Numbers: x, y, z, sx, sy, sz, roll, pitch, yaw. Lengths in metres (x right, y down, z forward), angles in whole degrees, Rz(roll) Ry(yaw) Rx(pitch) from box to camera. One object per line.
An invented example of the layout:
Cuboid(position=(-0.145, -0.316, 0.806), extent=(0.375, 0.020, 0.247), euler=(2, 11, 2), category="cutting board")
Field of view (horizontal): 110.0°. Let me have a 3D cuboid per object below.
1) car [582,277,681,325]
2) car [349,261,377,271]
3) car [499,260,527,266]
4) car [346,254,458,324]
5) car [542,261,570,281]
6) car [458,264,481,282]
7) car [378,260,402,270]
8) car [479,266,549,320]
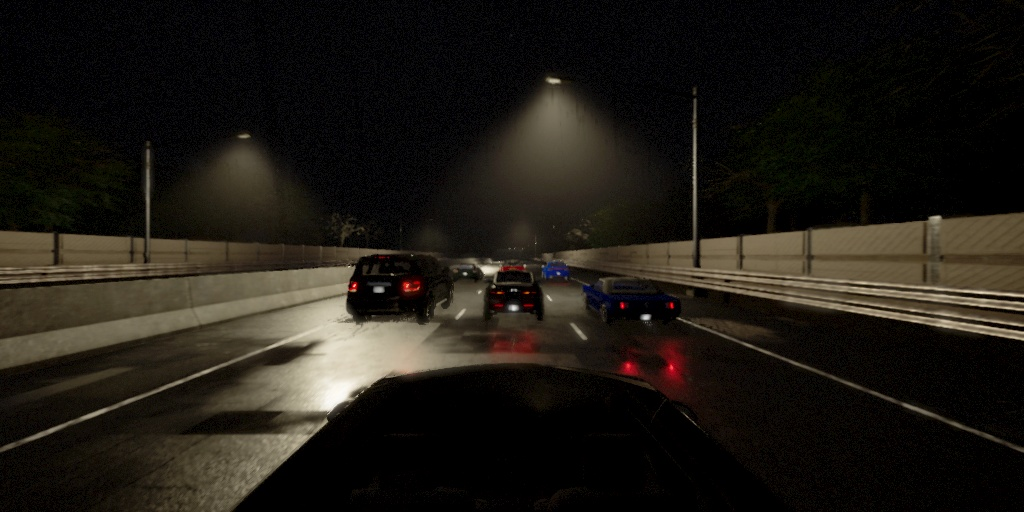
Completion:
Cuboid(position=(3.561, 1.333, 11.707), extent=(1.895, 1.301, 4.718), euler=(0, 0, 0), category="car")
Cuboid(position=(-21.062, 1.324, 50.875), extent=(1.895, 1.301, 4.718), euler=(0, 0, 0), category="car")
Cuboid(position=(0.066, 1.073, 27.788), extent=(2.097, 1.767, 4.553), euler=(0, 0, 0), category="car")
Cuboid(position=(-3.436, 0.955, 11.989), extent=(2.150, 2.045, 5.566), euler=(0, 0, 0), category="car")
Cuboid(position=(3.576, 1.200, 29.686), extent=(1.882, 1.535, 5.008), euler=(0, 0, 0), category="car")
Cuboid(position=(-3.429, 1.286, 28.400), extent=(1.994, 1.385, 4.181), euler=(0, 0, 0), category="car")
Cuboid(position=(-17.562, 1.288, 51.720), extent=(1.994, 1.385, 4.181), euler=(0, 0, 0), category="car")
Cuboid(position=(0.065, 1.234, 12.498), extent=(1.837, 1.490, 4.892), euler=(0, 0, 0), category="car")
